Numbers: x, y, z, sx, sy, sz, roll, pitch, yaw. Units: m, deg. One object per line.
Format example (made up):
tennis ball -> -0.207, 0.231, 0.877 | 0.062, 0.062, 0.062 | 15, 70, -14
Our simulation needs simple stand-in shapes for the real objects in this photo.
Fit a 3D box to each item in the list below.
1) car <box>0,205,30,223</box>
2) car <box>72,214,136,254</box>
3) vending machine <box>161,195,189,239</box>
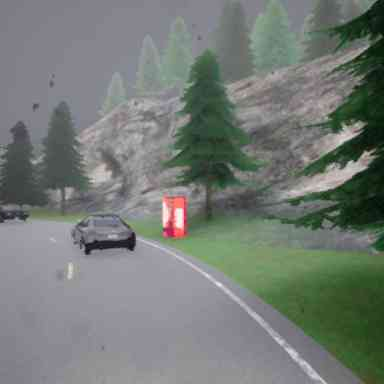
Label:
car -> -15.199, 1.740, 27.165 | 4.718, 1.301, 1.895 | -1, 0, 40
car -> -3.774, 1.596, 13.921 | 1.994, 1.385, 4.181 | 0, 0, -26
vending machine -> -0.871, 1.198, 16.539 | 1.100, 2.100, 0.880 | -1, 0, -29
